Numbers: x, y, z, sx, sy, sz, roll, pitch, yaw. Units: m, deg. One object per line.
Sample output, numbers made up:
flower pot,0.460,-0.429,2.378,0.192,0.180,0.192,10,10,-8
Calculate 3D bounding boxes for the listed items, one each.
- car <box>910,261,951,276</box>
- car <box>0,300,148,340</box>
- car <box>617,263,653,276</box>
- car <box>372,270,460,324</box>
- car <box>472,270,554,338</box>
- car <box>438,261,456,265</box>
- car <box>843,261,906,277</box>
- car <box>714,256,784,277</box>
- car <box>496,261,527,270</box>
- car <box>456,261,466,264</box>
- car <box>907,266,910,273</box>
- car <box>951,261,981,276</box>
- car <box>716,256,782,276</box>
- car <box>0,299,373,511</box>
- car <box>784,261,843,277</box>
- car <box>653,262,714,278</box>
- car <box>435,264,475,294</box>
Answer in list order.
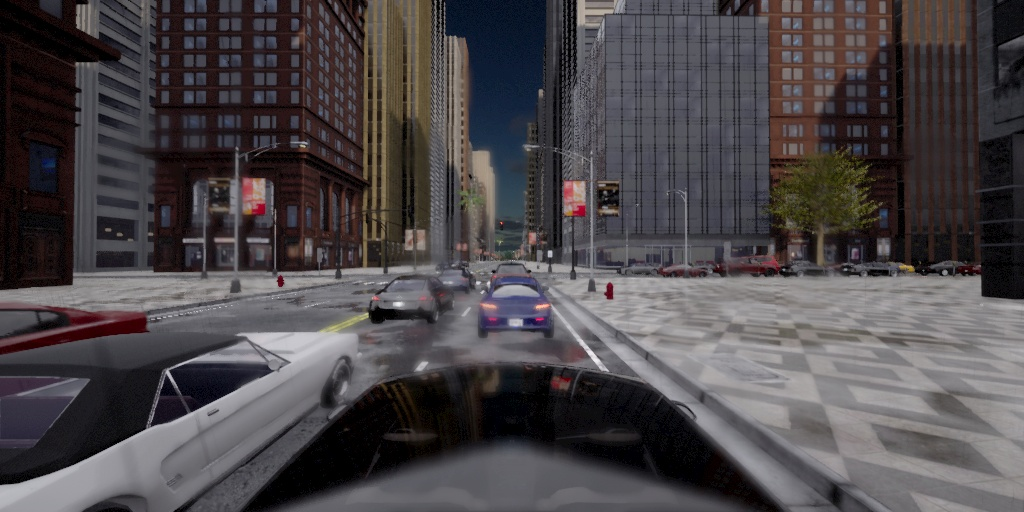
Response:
car,42.752,1.204,35.190,4.892,1.490,1.837,0,-1,-1
car,-6.608,1.227,3.505,1.882,1.535,5.008,0,0,0
car,13.233,1.383,37.841,4.181,1.385,1.994,0,-1,-1
car,-3.166,1.326,12.051,1.994,1.385,4.181,0,0,0
car,0.093,1.284,10.062,1.812,1.442,4.674,0,0,0
car,-9.914,1.542,52.783,1.994,1.385,4.181,0,0,0
car,32.186,1.258,32.385,4.313,1.339,1.948,0,0,-1
car,20.912,1.039,32.194,5.009,1.841,2.192,0,0,-1
car,-0.025,1.134,19.048,2.097,1.767,4.553,0,0,0
car,-9.905,1.542,63.068,2.128,1.511,4.902,0,0,0
car,43.153,1.293,41.097,4.829,1.417,1.751,0,0,-1
car,43.462,1.212,32.577,4.507,1.381,1.888,0,0,-1
car,25.080,1.003,38.044,5.566,2.045,2.150,0,-1,-1
car,-3.156,1.351,3.228,1.895,1.301,4.718,0,0,0
car,26.549,1.274,32.290,4.313,1.339,1.948,0,0,-1
car,15.273,1.325,32.099,4.207,1.307,1.802,0,0,-1
car,-3.177,1.352,20.439,1.994,1.385,4.181,0,0,0
